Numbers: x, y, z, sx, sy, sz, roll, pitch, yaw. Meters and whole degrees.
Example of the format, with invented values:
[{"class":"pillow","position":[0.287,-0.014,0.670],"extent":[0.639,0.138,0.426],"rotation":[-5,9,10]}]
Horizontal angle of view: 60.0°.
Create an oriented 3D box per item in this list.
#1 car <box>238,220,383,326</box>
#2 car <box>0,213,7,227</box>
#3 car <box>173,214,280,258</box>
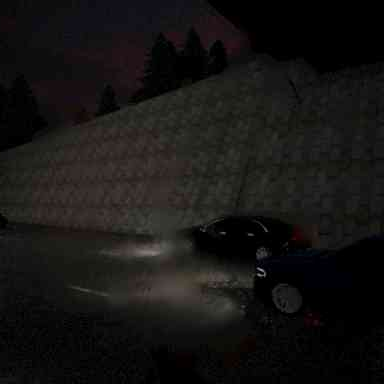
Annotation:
[{"class":"car","position":[3.532,1.481,5.772],"extent":[5.008,1.535,1.882],"rotation":[-1,0,36]},{"class":"car","position":[-14.664,1.769,23.061],"extent":[4.181,1.385,1.994],"rotation":[-1,0,36]},{"class":"car","position":[1.546,1.549,11.489],"extent":[4.892,1.490,1.837],"rotation":[-1,0,36]}]
